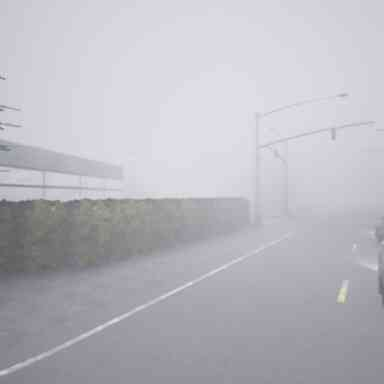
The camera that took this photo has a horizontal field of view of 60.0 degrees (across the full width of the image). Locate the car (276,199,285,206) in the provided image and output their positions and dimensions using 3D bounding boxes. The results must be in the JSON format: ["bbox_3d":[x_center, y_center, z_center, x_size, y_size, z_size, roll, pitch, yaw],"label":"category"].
[{"bbox_3d":[18.873,2.133,70.177,1.845,1.501,3.633,0,-1,28],"label":"car"}]

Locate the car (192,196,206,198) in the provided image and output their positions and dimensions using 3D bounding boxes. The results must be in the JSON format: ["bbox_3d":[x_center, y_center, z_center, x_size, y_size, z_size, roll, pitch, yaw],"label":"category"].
[{"bbox_3d":[2.610,1.945,79.171,1.932,1.855,4.605,0,-1,28],"label":"car"}]

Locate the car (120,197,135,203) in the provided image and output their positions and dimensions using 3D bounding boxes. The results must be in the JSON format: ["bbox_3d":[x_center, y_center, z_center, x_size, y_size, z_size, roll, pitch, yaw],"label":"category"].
[{"bbox_3d":[-17.176,2.175,89.082,1.970,1.475,3.806,0,-1,28],"label":"car"}]

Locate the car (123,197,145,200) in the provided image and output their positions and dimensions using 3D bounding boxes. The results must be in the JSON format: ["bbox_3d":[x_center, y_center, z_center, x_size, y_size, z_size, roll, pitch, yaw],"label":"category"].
[{"bbox_3d":[-11.834,1.997,65.955,2.007,1.523,4.514,0,-1,28],"label":"car"}]

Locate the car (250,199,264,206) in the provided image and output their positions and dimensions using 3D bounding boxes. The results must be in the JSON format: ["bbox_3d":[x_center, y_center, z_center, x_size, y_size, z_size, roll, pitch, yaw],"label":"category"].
[{"bbox_3d":[12.712,2.086,65.079,1.970,1.475,3.806,0,-1,28],"label":"car"}]

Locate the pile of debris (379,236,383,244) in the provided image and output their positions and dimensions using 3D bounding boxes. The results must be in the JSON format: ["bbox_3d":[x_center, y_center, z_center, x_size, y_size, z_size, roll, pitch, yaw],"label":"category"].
[{"bbox_3d":[9.901,2.353,16.020,1.500,0.140,1.860,0,-1,28],"label":"pile of debris"}]

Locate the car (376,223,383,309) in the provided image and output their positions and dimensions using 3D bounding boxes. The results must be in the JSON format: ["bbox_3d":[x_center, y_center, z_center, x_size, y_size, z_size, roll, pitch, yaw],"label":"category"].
[{"bbox_3d":[5.309,1.646,7.414,1.994,1.385,4.181,0,-1,29],"label":"car"}]

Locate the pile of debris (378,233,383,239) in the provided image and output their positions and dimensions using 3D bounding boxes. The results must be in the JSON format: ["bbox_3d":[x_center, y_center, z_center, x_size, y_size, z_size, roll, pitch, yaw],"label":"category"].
[{"bbox_3d":[10.839,2.372,17.787,1.500,0.140,1.860,0,-1,28],"label":"pile of debris"}]

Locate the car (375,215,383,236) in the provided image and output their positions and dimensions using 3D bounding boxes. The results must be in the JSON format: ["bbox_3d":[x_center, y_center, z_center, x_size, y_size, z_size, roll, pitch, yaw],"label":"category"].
[{"bbox_3d":[10.454,1.745,16.905,1.994,1.385,4.181,0,-1,28],"label":"car"}]
